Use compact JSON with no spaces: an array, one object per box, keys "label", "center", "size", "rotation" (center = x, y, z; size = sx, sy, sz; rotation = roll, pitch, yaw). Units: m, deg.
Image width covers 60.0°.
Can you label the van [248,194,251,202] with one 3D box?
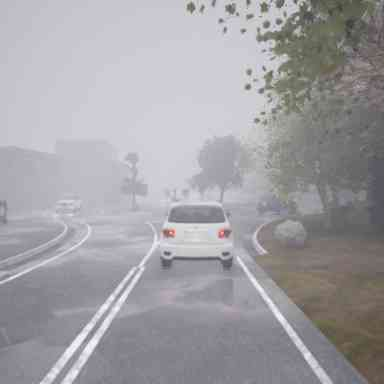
[{"label":"van","center":[18.112,1.909,89.850],"size":[4.442,1.987,1.878],"rotation":[0,1,1]}]

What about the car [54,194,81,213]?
[{"label":"car","center":[-14.277,1.293,38.470],"size":[2.150,2.045,5.566],"rotation":[-1,0,-10]}]

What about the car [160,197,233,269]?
[{"label":"car","center":[0.207,1.323,11.741],"size":[2.150,2.045,5.566],"rotation":[0,0,2]}]

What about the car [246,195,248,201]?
[{"label":"car","center":[18.314,2.128,92.623],"size":[4.792,1.488,2.163],"rotation":[0,1,1]}]

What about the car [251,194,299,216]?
[{"label":"car","center":[8.500,1.206,32.842],"size":[2.150,2.045,5.566],"rotation":[-1,-1,42]}]
